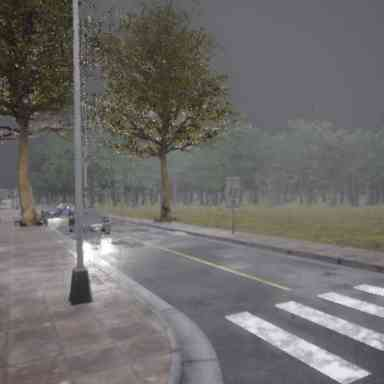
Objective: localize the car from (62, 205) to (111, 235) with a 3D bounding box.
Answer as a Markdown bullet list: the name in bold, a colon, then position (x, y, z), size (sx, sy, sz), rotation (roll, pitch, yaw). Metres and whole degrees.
- **car**: position (-6.370, 1.824, 20.432), size (2.128, 1.511, 4.902), rotation (-1, -1, -28)

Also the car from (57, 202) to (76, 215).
- **car**: position (-18.536, 2.382, 48.943), size (2.097, 1.767, 4.553), rotation (-1, -1, -28)

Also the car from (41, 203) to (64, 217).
- **car**: position (-17.737, 2.396, 41.666), size (2.128, 1.511, 4.902), rotation (-1, -1, -28)

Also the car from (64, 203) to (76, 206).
- **car**: position (-13.699, 2.269, 40.111), size (2.128, 1.511, 4.902), rotation (-1, -1, -28)
